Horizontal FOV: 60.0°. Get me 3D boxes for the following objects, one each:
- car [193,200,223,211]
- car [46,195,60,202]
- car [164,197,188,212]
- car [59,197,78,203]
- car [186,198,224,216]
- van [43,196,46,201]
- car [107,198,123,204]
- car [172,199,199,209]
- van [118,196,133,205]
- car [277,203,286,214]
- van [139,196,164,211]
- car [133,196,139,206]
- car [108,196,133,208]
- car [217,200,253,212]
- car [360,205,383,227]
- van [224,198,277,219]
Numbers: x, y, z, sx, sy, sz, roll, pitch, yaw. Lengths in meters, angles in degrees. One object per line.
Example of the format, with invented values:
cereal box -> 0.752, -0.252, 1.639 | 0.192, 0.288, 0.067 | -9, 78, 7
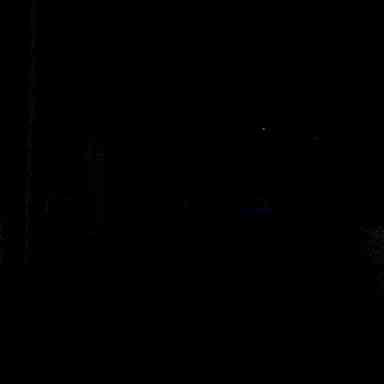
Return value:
car -> 2.200, 1.816, 47.009 | 1.887, 1.381, 4.507 | 1, -1, -36
car -> -33.765, 1.613, 82.416 | 2.192, 1.841, 5.009 | 1, -1, -36
car -> -1.067, 1.496, 41.670 | 2.097, 1.767, 4.553 | 1, -1, -36
car -> -27.221, 1.779, 73.303 | 1.752, 1.417, 4.829 | 1, -1, -36
car -> 1.696, 1.606, 33.060 | 1.887, 1.381, 4.507 | 1, -1, -36
van -> -36.990, 1.662, 86.903 | 1.690, 1.788, 3.998 | 1, -1, -36
car -> -17.156, 1.952, 73.924 | 2.008, 1.369, 4.403 | 1, -1, -36
car -> -1.125, 1.819, 51.633 | 1.752, 1.417, 4.829 | 1, -1, -36
van -> -13.927, 1.720, 69.441 | 1.690, 1.788, 3.998 | 1, -1, -36
car -> 8.652, 1.774, 38.037 | 1.887, 1.381, 4.507 | 1, -1, -36
van -> -4.750, 1.444, 42.036 | 1.690, 1.788, 3.998 | 1, -1, -36
car -> -10.701, 1.673, 64.955 | 2.192, 1.841, 5.009 | 1, -1, -36
car -> -11.200, 1.728, 51.007 | 1.802, 1.307, 4.206 | 1, -1, -36
car -> 5.426, 1.795, 42.523 | 1.887, 1.381, 4.507 | 1, -1, -36
car -> 13.505, 1.573, 21.396 | 1.882, 1.535, 5.008 | 1, 0, -36
van -> 4.923, 1.382, 28.576 | 1.690, 1.788, 3.998 | 1, -1, -36
